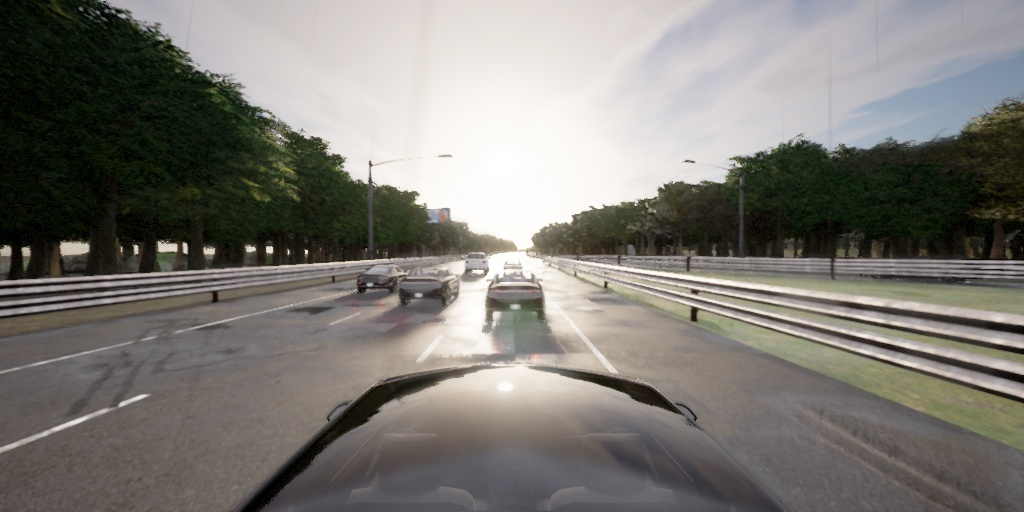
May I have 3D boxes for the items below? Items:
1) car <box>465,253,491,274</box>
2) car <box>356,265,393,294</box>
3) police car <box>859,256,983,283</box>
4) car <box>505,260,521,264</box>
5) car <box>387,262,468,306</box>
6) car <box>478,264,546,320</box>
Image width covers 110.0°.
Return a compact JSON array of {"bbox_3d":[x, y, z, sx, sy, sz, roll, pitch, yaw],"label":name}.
[{"bbox_3d":[-3.407,0.689,36.073,2.150,2.045,5.566,0,1,0],"label":"car"},{"bbox_3d":[-6.904,1.195,19.713,1.812,1.442,4.674,0,1,0],"label":"car"},{"bbox_3d":[25.084,0.806,22.254,2.038,1.542,4.974,1,0,-30],"label":"police car"},{"bbox_3d":[0.093,1.078,35.317,1.895,1.301,4.718,0,1,0],"label":"car"},{"bbox_3d":[-3.404,1.196,15.490,2.128,1.511,4.902,0,0,0],"label":"car"},{"bbox_3d":[0.097,1.214,12.566,2.128,1.511,4.902,0,0,0],"label":"car"}]
